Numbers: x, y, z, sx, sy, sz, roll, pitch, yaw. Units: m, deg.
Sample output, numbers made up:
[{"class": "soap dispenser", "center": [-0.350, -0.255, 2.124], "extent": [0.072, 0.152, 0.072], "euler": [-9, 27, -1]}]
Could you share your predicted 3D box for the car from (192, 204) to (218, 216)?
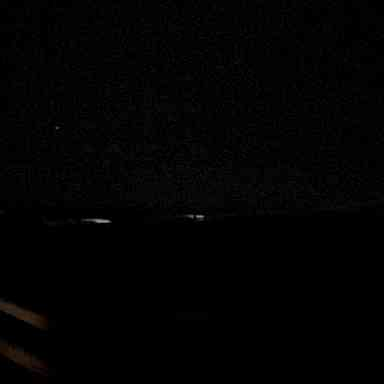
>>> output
[{"class": "car", "center": [1.921, 2.575, 48.054], "extent": [1.837, 1.490, 4.892], "euler": [4, 0, 36]}]

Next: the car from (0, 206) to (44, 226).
[{"class": "car", "center": [-13.878, 1.808, 26.066], "extent": [1.994, 1.385, 4.181], "euler": [4, 0, 36]}]

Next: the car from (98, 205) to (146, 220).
[{"class": "car", "center": [-7.279, 2.146, 35.285], "extent": [2.033, 1.411, 5.357], "euler": [4, 0, 36]}]
